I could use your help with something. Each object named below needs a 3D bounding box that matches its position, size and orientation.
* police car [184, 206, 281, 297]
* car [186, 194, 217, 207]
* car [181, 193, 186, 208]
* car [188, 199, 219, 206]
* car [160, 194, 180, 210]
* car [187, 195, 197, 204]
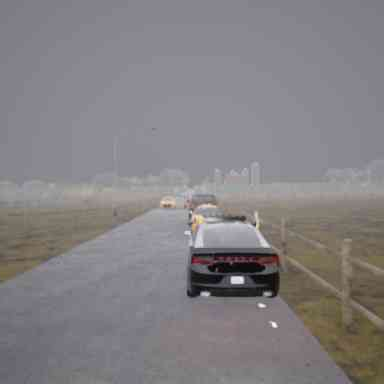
[{"bbox_3d":[0.825,1.393,8.641,1.930,1.638,5.238,0,0,0],"label":"police car"},{"bbox_3d":[0.825,1.138,24.561,2.150,2.045,5.566,0,0,0],"label":"car"},{"bbox_3d":[0.013,1.200,45.208,2.097,1.767,4.553,0,0,0],"label":"car"},{"bbox_3d":[0.824,1.388,18.721,1.801,1.575,5.366,0,0,0],"label":"car"},{"bbox_3d":[-2.848,1.340,40.571,1.882,1.535,5.008,0,0,0],"label":"car"},{"bbox_3d":[-0.002,1.328,58.779,1.812,1.442,4.674,0,0,0],"label":"car"}]
